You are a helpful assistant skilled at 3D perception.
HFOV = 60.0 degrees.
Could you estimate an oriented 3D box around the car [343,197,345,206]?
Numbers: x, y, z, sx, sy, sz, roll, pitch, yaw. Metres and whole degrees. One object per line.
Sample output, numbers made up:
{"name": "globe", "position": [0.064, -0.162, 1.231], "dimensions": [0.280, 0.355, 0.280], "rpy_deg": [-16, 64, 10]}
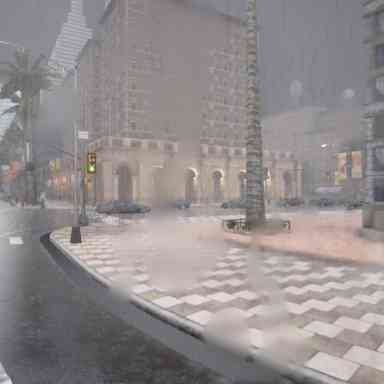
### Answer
{"name": "car", "position": [23.567, 1.505, 54.562], "dimensions": [4.902, 1.511, 2.128], "rpy_deg": [0, 0, -30]}

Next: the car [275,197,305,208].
{"name": "car", "position": [14.569, 1.519, 49.328], "dimensions": [4.892, 1.490, 1.837], "rpy_deg": [0, 0, -30]}

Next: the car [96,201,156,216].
{"name": "car", "position": [-6.648, 1.562, 32.732], "dimensions": [5.357, 1.411, 2.033], "rpy_deg": [0, 0, -30]}

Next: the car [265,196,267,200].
{"name": "car", "position": [22.134, 1.624, 92.526], "dimensions": [1.895, 1.301, 4.718], "rpy_deg": [0, 0, -30]}

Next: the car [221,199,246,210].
{"name": "car", "position": [5.937, 1.579, 44.323], "dimensions": [4.181, 1.385, 1.994], "rpy_deg": [0, 0, -29]}

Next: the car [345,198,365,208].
{"name": "car", "position": [24.508, 1.558, 46.810], "dimensions": [5.357, 1.411, 2.033], "rpy_deg": [0, 0, -31]}

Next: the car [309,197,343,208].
{"name": "car", "position": [18.880, 1.517, 47.563], "dimensions": [4.892, 1.490, 1.837], "rpy_deg": [0, 0, -30]}

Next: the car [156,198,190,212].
{"name": "car", "position": [-2.606, 1.508, 39.375], "dimensions": [4.902, 1.511, 2.128], "rpy_deg": [0, 0, -29]}
